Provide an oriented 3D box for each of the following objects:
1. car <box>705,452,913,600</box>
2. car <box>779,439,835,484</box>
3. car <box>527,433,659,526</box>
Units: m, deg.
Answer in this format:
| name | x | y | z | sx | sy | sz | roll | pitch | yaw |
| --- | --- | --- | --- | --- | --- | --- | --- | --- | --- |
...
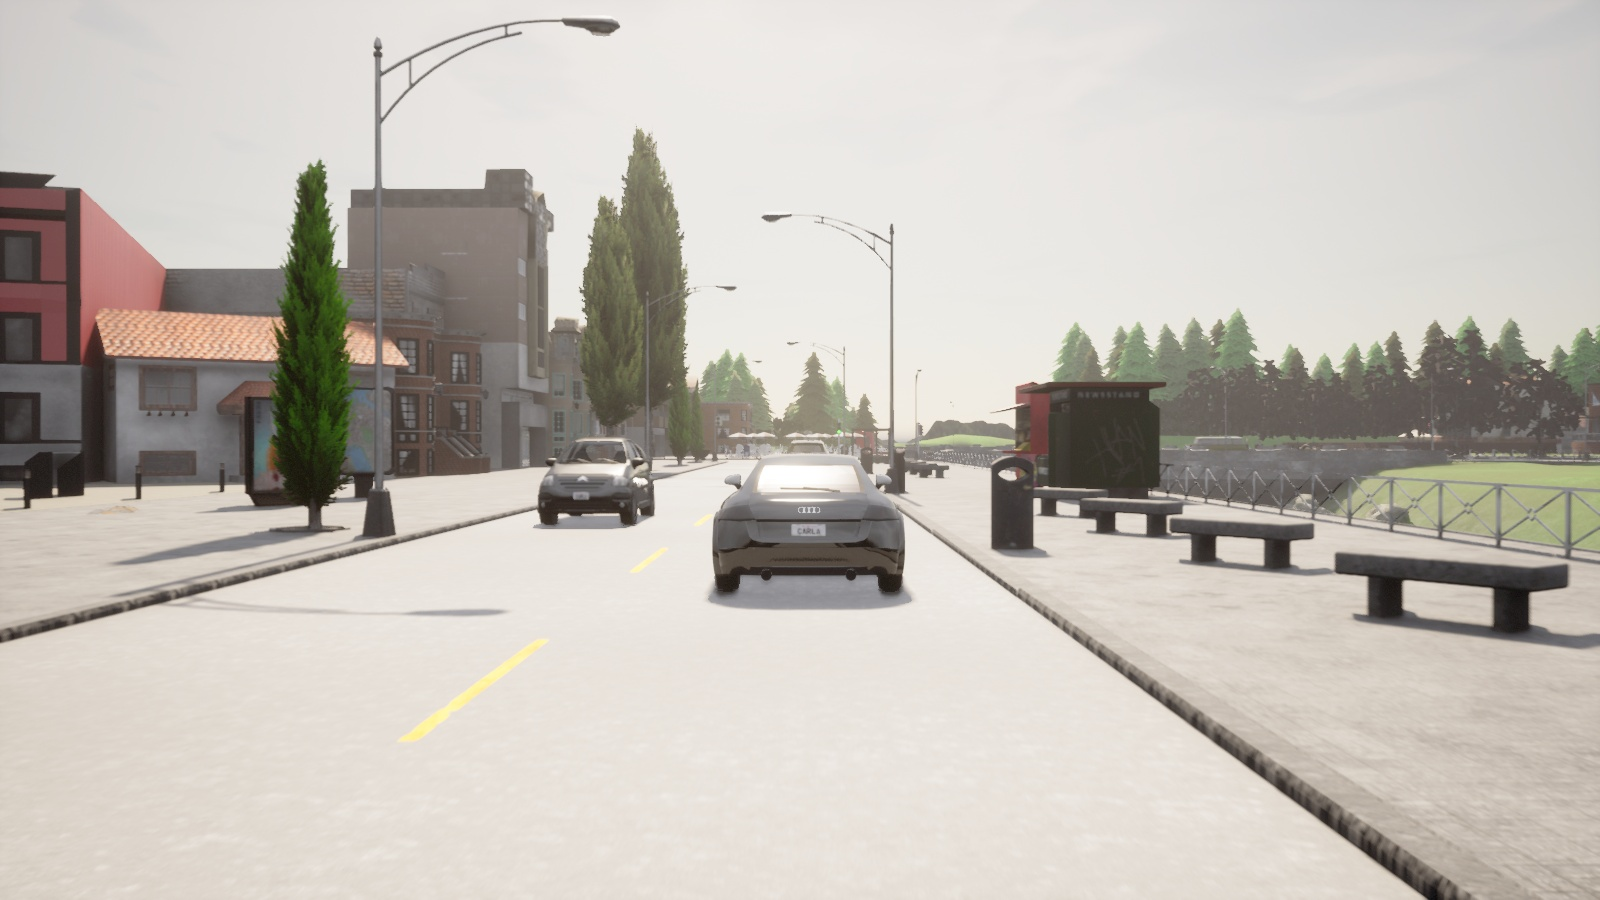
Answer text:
| name | x | y | z | sx | sy | sz | roll | pitch | yaw |
| --- | --- | --- | --- | --- | --- | --- | --- | --- | --- |
| car | 0.094 | 0.731 | 14.130 | 1.994 | 1.385 | 4.181 | 0 | 0 | 0 |
| car | 0.282 | 0.405 | 48.245 | 2.033 | 1.649 | 4.856 | 0 | 0 | 0 |
| car | -3.851 | 0.506 | 24.025 | 1.851 | 1.617 | 3.988 | 0 | 0 | 0 |
